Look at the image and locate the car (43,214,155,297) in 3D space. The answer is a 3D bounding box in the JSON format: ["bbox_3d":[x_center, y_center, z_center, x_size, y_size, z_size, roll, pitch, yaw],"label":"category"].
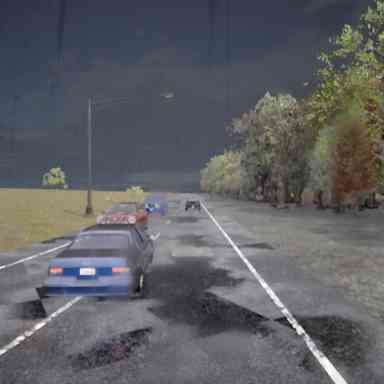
[{"bbox_3d":[-2.072,1.545,8.771,2.033,1.411,5.357,0,0,-2],"label":"car"}]

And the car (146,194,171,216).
[{"bbox_3d":[-3.588,1.208,32.297,2.150,2.045,5.566,0,0,0],"label":"car"}]

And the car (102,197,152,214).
[{"bbox_3d":[-3.667,1.346,18.017,2.097,1.767,4.553,0,0,1],"label":"car"}]

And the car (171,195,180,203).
[{"bbox_3d":[-3.494,1.311,66.863,2.097,1.767,4.553,0,0,1],"label":"car"}]

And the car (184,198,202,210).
[{"bbox_3d":[0.116,1.486,41.632,1.837,1.490,4.892,0,0,0],"label":"car"}]
